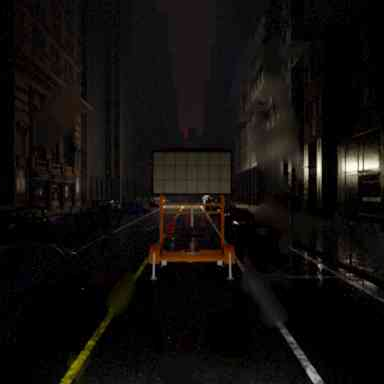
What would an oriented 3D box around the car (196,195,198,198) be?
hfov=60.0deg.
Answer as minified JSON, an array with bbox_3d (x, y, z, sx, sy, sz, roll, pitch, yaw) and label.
[{"bbox_3d":[2.795,1.837,93.621,1.887,1.381,4.507,0,0,0],"label":"car"}]

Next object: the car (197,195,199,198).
[{"bbox_3d":[2.789,1.816,76.815,1.802,1.307,4.206,0,0,0],"label":"car"}]

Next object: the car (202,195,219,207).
[{"bbox_3d":[2.779,1.438,43.203,2.192,1.841,5.009,0,0,0],"label":"car"}]

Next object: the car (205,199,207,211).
[{"bbox_3d":[2.776,1.687,37.600,1.802,1.307,4.206,0,0,0],"label":"car"}]

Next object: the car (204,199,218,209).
[{"bbox_3d":[2.780,1.723,48.805,1.802,1.307,4.206,0,0,0],"label":"car"}]

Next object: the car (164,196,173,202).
[{"bbox_3d":[-5.734,1.804,82.403,2.008,1.369,4.403,0,0,0],"label":"car"}]

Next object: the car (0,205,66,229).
[{"bbox_3d":[-5.757,1.340,9.582,2.192,1.841,5.009,0,0,0],"label":"car"}]

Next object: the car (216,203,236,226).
[{"bbox_3d":[2.771,1.621,20.795,1.947,1.339,4.313,0,0,0],"label":"car"}]

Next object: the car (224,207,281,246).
[{"bbox_3d":[2.769,1.606,15.193,1.947,1.339,4.313,0,0,0],"label":"car"}]

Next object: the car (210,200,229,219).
[{"bbox_3d":[2.773,1.622,26.396,2.008,1.369,4.403,0,0,0],"label":"car"}]

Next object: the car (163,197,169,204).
[{"bbox_3d":[-5.741,1.618,59.997,1.967,1.590,4.097,0,0,0],"label":"car"}]

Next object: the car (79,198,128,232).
[{"bbox_3d":[-5.753,1.370,20.785,2.192,1.841,5.009,0,0,0],"label":"car"}]

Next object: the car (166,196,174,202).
[{"bbox_3d":[-5.732,1.797,87.835,1.752,1.417,4.829,0,0,0],"label":"car"}]

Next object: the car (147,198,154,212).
[{"bbox_3d":[-5.748,1.630,37.419,1.752,1.417,4.829,0,0,0],"label":"car"}]

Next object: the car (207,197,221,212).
[{"bbox_3d":[2.775,1.528,31.999,1.967,1.590,4.097,0,0,0],"label":"car"}]

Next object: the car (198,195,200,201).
[{"bbox_3d":[2.787,1.797,71.213,1.802,1.307,4.206,0,0,0],"label":"car"}]

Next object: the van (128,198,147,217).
[{"bbox_3d":[-5.750,1.429,31.988,1.690,1.788,3.998,0,0,0],"label":"van"}]

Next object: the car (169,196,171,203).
[{"bbox_3d":[-5.740,1.778,65.598,1.802,1.307,4.206,0,0,0],"label":"car"}]

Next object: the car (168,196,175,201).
[{"bbox_3d":[-5.730,1.837,93.607,1.887,1.381,4.507,0,0,0],"label":"car"}]

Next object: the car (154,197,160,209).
[{"bbox_3d":[-5.745,1.581,48.794,1.967,1.590,4.097,0,0,0],"label":"car"}]

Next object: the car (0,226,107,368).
[{"bbox_3d":[-3.099,1.561,5.194,2.033,1.411,5.357,0,0,0],"label":"car"}]

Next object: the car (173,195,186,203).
[{"bbox_3d":[-2.975,1.835,76.937,1.895,1.301,4.718,0,0,0],"label":"car"}]

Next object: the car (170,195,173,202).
[{"bbox_3d":[-5.738,1.781,71.200,1.947,1.339,4.313,0,0,0],"label":"car"}]

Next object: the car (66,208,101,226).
[{"bbox_3d":[-5.756,1.622,15.182,1.802,1.307,4.206,0,0,0],"label":"car"}]

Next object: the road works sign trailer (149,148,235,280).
[{"bbox_3d":[0.002,0.491,10.047,2.380,3.560,2.880,0,0,0],"label":"road works sign trailer"}]
